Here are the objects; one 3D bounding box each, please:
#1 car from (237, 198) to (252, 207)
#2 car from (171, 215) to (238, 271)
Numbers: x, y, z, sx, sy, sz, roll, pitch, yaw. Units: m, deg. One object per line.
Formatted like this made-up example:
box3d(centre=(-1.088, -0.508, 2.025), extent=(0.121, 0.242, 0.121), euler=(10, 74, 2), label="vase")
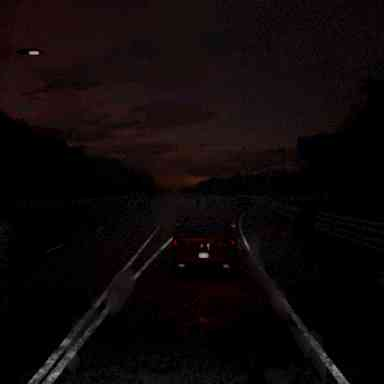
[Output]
box3d(centre=(8.694, 1.731, 54.507), extent=(2.033, 1.411, 5.357), euler=(0, 0, 18), label="car")
box3d(centre=(0.453, 1.510, 11.064), extent=(1.882, 1.535, 5.008), euler=(0, 0, 4), label="car")
